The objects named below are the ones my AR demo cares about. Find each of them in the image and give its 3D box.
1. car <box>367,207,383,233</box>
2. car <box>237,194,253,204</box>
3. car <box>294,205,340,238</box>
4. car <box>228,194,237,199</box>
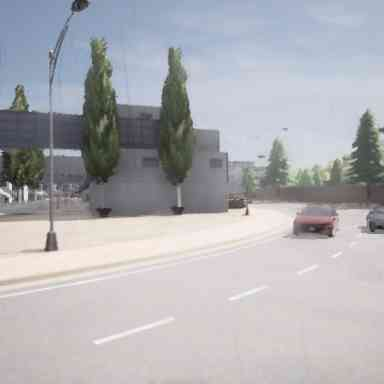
[{"bbox_3d":[11.236,1.542,19.063,1.994,1.385,4.181,0,0,24],"label":"car"},{"bbox_3d":[9.635,1.388,64.292,2.150,2.045,5.566,0,0,-17],"label":"car"},{"bbox_3d":[6.864,1.485,18.036,1.882,1.535,5.008,0,0,28],"label":"car"},{"bbox_3d":[6.263,1.513,63.355,2.097,1.767,4.553,0,0,-17],"label":"car"}]
